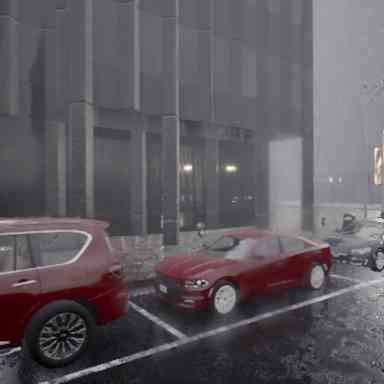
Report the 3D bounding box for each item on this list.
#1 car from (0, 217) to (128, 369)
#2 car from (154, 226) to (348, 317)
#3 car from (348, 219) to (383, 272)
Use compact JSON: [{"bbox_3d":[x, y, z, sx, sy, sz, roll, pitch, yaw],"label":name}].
[{"bbox_3d":[-3.275,1.314,4.207,5.009,1.841,2.192,0,-1,-35],"label":"car"},{"bbox_3d":[1.304,1.553,7.472,4.507,1.381,1.887,0,-1,-35],"label":"car"},{"bbox_3d":[5.884,1.568,10.738,4.403,1.369,2.008,0,-1,-35],"label":"car"}]
